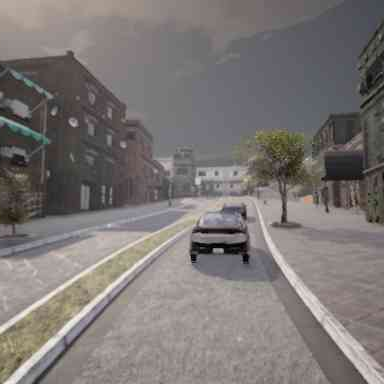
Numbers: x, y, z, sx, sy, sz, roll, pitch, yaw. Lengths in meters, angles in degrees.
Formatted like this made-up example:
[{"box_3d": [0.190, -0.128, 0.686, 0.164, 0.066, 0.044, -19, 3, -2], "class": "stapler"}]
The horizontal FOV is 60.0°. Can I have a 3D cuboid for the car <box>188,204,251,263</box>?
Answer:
[{"box_3d": [1.023, 1.409, 11.657, 2.128, 1.511, 4.902, -1, 0, 7], "class": "car"}]

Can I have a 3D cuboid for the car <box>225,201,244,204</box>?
[{"box_3d": [3.380, 1.389, 26.386, 1.895, 1.301, 4.718, -1, 0, 11], "class": "car"}]
